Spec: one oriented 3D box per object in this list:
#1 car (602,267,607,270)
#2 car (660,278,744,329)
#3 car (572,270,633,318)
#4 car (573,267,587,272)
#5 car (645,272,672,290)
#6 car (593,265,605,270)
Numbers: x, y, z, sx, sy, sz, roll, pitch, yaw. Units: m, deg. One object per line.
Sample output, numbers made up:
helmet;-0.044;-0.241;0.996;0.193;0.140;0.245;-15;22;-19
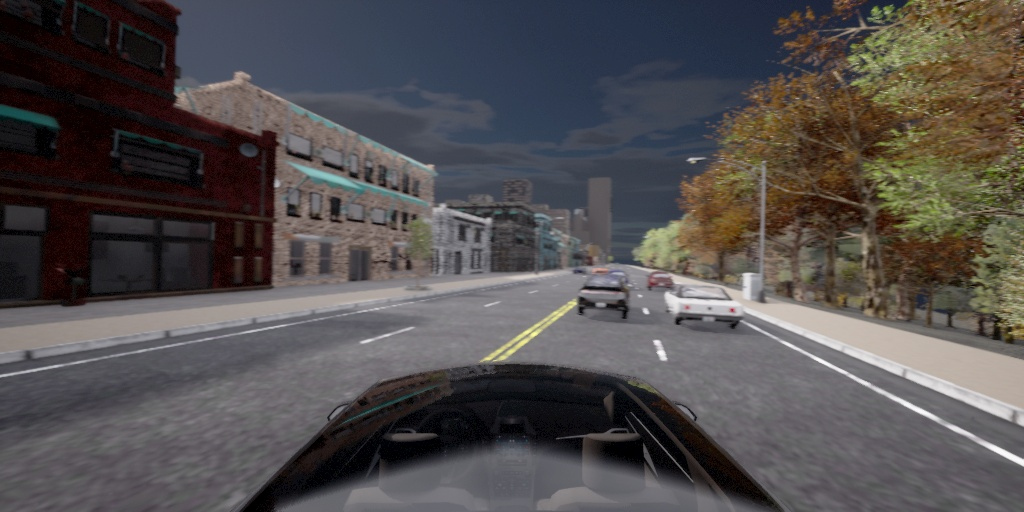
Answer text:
car;8.636;1.884;29.552;1.812;1.442;4.674;1;-1;18
car;6.718;1.691;13.052;1.895;1.301;4.718;1;-1;19
car;3.819;1.518;14.621;2.128;1.511;4.902;1;-1;18
car;11.148;2.409;58.866;1.895;1.301;4.718;1;-1;18
car;11.727;1.960;28.546;1.812;1.442;4.674;1;-1;18
car;14.275;2.239;57.969;2.097;1.767;4.553;1;-1;18
